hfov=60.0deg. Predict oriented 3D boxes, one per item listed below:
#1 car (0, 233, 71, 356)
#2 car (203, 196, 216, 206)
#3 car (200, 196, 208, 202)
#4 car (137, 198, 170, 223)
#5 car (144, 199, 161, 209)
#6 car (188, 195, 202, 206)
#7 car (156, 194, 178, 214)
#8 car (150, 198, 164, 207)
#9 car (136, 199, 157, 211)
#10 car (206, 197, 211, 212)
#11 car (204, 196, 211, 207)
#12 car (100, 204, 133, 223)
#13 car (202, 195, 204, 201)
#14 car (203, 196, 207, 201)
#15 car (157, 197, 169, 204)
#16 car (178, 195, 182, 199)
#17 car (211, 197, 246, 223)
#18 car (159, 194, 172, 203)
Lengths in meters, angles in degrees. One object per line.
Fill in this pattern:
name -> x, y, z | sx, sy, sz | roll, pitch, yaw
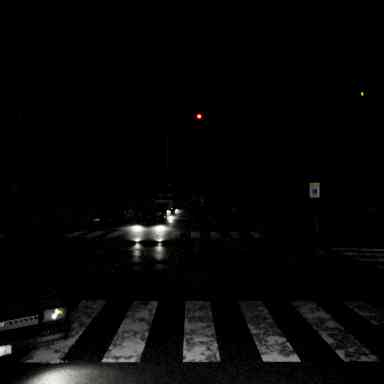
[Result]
car -> -3.819, 1.548, 6.301 | 2.033, 1.411, 5.357 | 0, 0, -33
car -> 3.012, 1.487, 57.978 | 1.967, 1.590, 4.097 | 0, 0, 0
car -> 2.682, 1.573, 75.896 | 1.837, 1.490, 4.892 | 0, 0, 0
car -> -2.992, 1.489, 25.670 | 1.882, 1.535, 5.008 | 0, 0, 0
car -> -5.561, 1.616, 47.095 | 1.802, 1.307, 4.206 | 0, 0, 0
car -> 0.341, 1.609, 56.273 | 1.994, 1.385, 4.181 | 0, 0, 0
car -> -2.945, 1.244, 36.095 | 2.150, 2.045, 5.566 | 0, 0, 0
car -> -5.537, 1.623, 52.552 | 1.802, 1.307, 4.206 | 0, 0, 0
car -> -5.585, 1.579, 41.638 | 2.008, 1.369, 4.403 | 0, 0, 0
car -> 2.916, 1.588, 36.152 | 1.947, 1.339, 4.313 | 0, 0, 0
car -> 2.940, 1.579, 41.608 | 2.008, 1.369, 4.403 | 0, 0, 0
car -> -5.656, 1.576, 25.267 | 1.947, 1.339, 4.313 | 0, 0, 0
car -> 2.988, 1.481, 52.521 | 1.967, 1.590, 4.097 | 0, 0, 0
car -> 2.964, 1.585, 47.065 | 2.008, 1.369, 4.403 | 0, 0, 0
car -> -5.490, 1.635, 63.466 | 1.802, 1.307, 4.206 | 0, 0, 0
car -> -2.892, 1.524, 46.399 | 2.128, 1.511, 4.902 | 0, 0, 0
car -> 2.869, 1.326, 25.239 | 2.192, 1.841, 5.009 | 0, 0, 0
car -> -5.466, 1.375, 68.923 | 2.192, 1.841, 5.009 | 0, 0, 0
